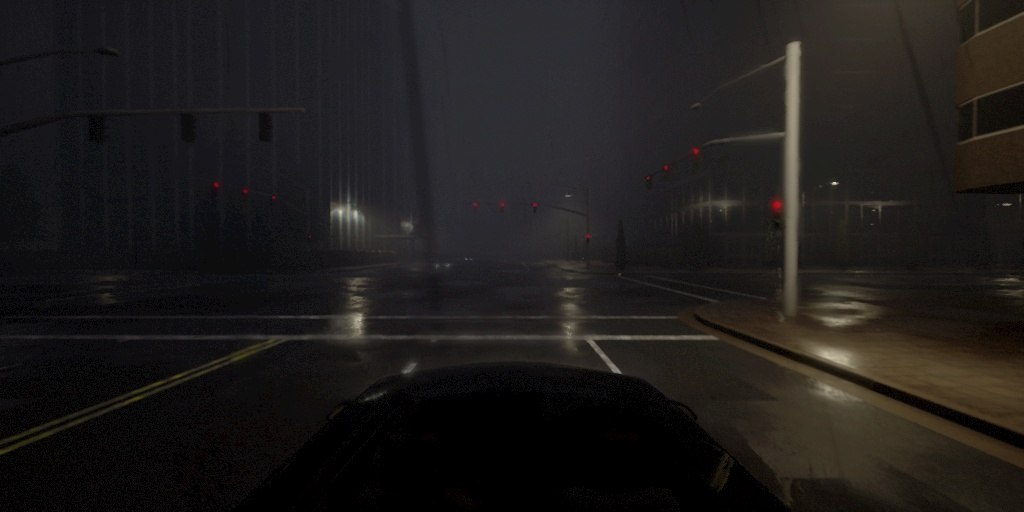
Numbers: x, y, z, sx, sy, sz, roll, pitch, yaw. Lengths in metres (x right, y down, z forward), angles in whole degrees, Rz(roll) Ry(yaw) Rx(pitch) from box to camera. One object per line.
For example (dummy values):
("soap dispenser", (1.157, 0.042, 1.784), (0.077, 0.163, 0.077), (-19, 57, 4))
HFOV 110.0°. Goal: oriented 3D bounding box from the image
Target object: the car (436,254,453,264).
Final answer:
("car", (-10.502, 0.443, 55.865), (1.882, 1.535, 5.008), (0, 2, 0))
